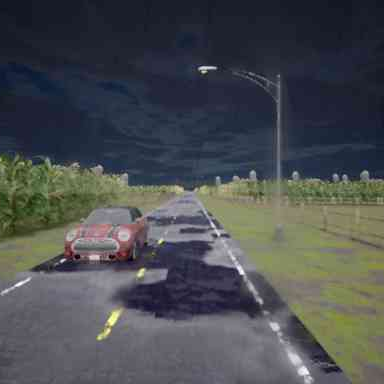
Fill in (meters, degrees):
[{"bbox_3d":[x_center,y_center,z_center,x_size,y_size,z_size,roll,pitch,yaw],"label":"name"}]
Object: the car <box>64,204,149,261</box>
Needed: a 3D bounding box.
[{"bbox_3d":[-2.826,1.294,11.922,2.097,1.767,4.553,0,0,0],"label":"car"}]
